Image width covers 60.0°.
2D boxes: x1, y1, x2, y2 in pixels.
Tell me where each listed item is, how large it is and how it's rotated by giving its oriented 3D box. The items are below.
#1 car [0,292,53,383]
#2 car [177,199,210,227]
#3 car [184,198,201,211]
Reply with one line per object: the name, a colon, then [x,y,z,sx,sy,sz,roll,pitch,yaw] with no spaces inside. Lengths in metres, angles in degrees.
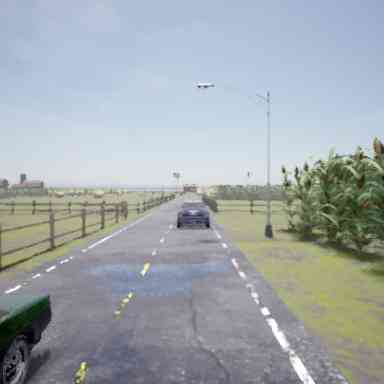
car: [-2.848,1.601,2.344,1.895,1.301,4.718,0,0,0]
car: [0.088,1.349,22.817,2.097,1.767,4.553,0,0,0]
car: [0.086,1.533,42.075,2.033,1.411,5.357,0,0,0]
